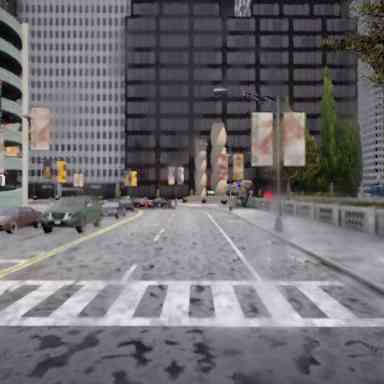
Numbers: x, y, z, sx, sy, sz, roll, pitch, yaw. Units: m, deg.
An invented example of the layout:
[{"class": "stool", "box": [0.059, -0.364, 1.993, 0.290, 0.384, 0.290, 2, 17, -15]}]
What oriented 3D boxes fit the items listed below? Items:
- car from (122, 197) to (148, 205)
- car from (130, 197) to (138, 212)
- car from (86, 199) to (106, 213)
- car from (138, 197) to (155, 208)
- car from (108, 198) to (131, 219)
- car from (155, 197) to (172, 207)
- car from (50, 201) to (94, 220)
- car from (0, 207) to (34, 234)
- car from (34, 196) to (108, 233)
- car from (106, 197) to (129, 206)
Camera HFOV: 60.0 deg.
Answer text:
[{"class": "car", "box": [-10.395, 1.649, 60.696, 2.033, 1.411, 5.357, 0, 0, -43]}, {"class": "car", "box": [-8.017, 1.616, 40.579, 2.033, 1.411, 5.357, 0, 0, -10]}, {"class": "car", "box": [-11.463, 1.572, 39.916, 1.837, 1.490, 4.892, 0, 0, -10]}, {"class": "car", "box": [-7.550, 1.685, 49.821, 1.895, 1.301, 4.718, 0, 0, -25]}, {"class": "car", "box": [-7.104, 1.576, 29.963, 1.812, 1.442, 4.674, 0, 0, 0]}, {"class": "car", "box": [-4.815, 1.592, 52.137, 1.837, 1.490, 4.892, 0, 0, -29]}, {"class": "car", "box": [-10.592, 1.598, 29.897, 2.033, 1.411, 5.357, 0, 0, 0]}, {"class": "car", "box": [-10.603, 1.581, 19.822, 2.033, 1.411, 5.357, 0, 0, 0]}, {"class": "car", "box": [-7.111, 1.256, 20.328, 2.150, 2.045, 5.566, 0, 0, 0]}, {"class": "car", "box": [-13.122, 1.662, 58.502, 1.994, 1.385, 4.181, 0, 0, -43]}]
